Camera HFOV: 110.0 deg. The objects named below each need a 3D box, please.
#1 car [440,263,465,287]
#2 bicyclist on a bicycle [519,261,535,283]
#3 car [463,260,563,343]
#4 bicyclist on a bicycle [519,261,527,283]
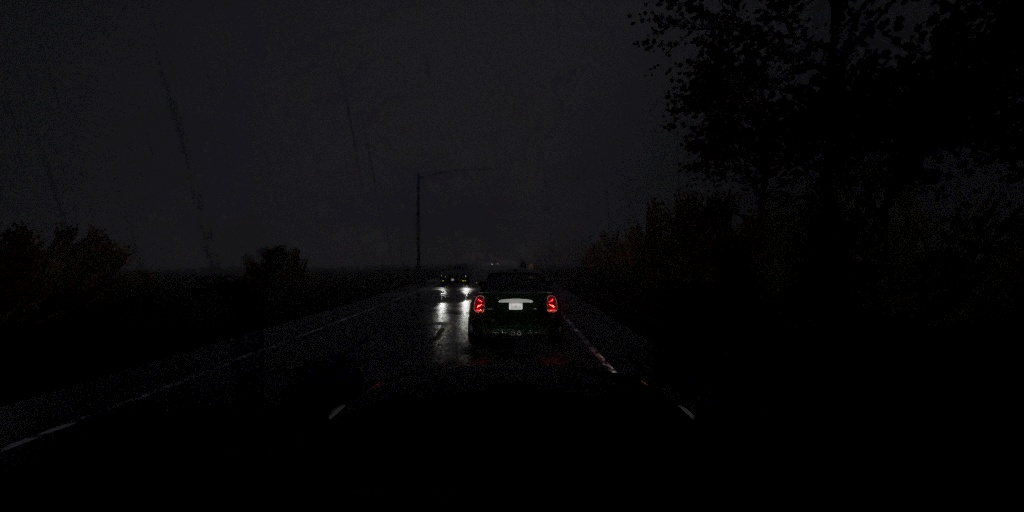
[{"bbox_3d":[-3.705,1.247,24.743,1.837,1.490,4.892,0,0,0],"label":"car"},{"bbox_3d":[0.905,1.181,17.139,0.866,1.612,1.509,0,0,0],"label":"bicyclist on a bicycle"},{"bbox_3d":[0.073,1.099,9.795,2.097,1.767,4.553,0,0,0],"label":"car"},{"bbox_3d":[0.843,1.193,27.256,0.582,1.620,1.656,0,0,0],"label":"bicyclist on a bicycle"}]
